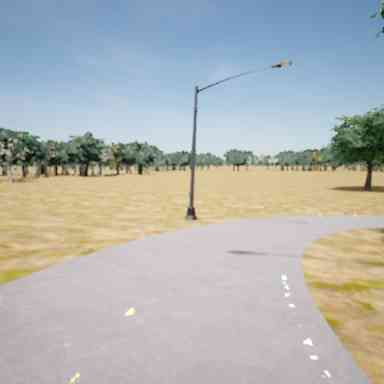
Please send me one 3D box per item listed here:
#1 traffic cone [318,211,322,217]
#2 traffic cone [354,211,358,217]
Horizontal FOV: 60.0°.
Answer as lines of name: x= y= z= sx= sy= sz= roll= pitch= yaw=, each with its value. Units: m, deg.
traffic cone: x=12.420 y=2.095 z=32.171 sx=0.340 sy=0.580 sz=0.340 roll=2 pitch=3 yaw=-34
traffic cone: x=17.117 y=2.268 z=34.832 sx=0.340 sy=0.580 sz=0.340 roll=2 pitch=3 yaw=-25
